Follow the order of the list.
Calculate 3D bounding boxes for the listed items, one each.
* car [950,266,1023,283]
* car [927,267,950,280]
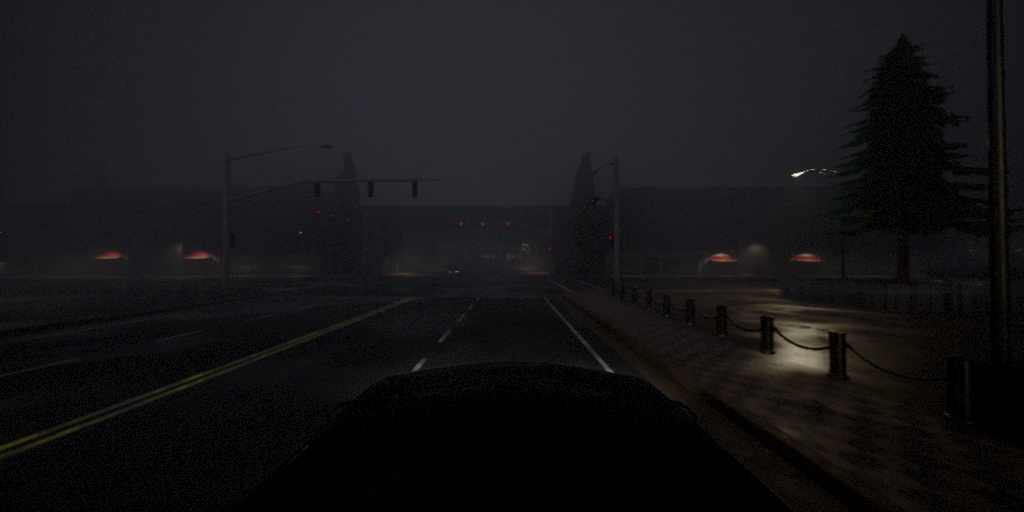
[{"bbox_3d":[44.128,1.639,32.902,5.008,1.535,1.882,0,-1,1],"label":"car"},{"bbox_3d":[45.015,1.772,36.389,4.181,1.385,1.994,0,-1,1],"label":"car"}]
